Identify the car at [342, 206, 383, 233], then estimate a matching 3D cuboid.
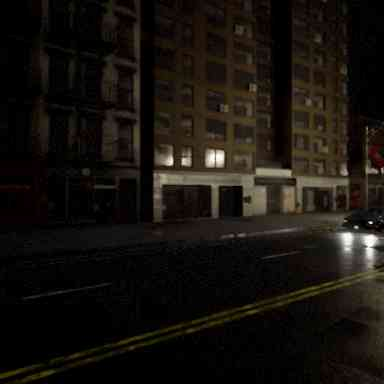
[{"bbox_3d":[11.088,1.524,19.616,5.357,1.411,2.033,0,0,-36],"label":"car"}]
